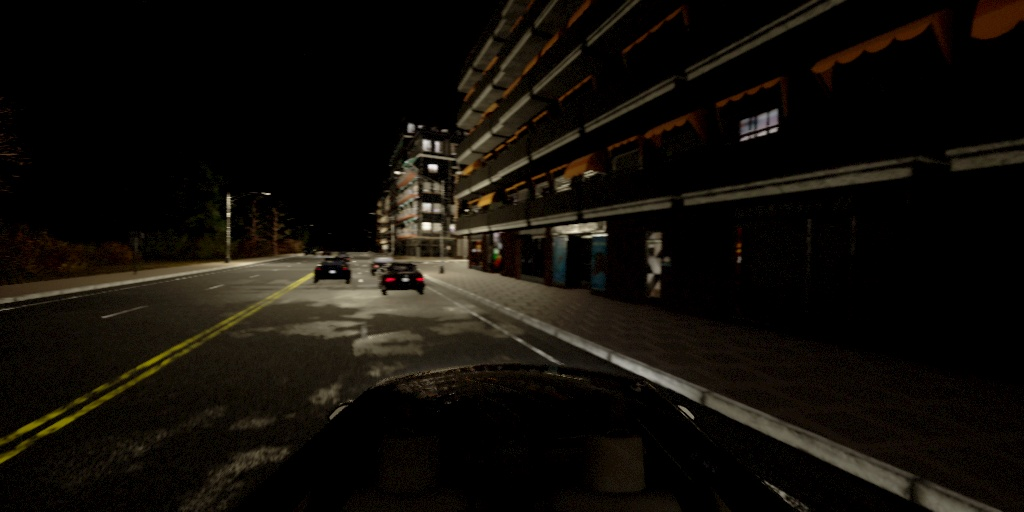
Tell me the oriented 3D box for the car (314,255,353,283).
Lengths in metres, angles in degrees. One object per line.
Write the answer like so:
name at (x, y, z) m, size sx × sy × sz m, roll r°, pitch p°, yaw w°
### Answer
car at (-10.885, 0.820, 21.988) m, size 1.994 × 1.385 × 4.181 m, roll 1°, pitch 1°, yaw -23°

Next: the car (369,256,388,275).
car at (-10.204, 0.732, 28.429) m, size 2.033 × 1.411 × 5.357 m, roll 1°, pitch 1°, yaw -23°

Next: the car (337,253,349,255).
car at (-20.374, 0.335, 43.296) m, size 2.033 × 1.411 × 5.357 m, roll 1°, pitch 1°, yaw -25°

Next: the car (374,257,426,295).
car at (-5.364, 0.979, 17.234) m, size 2.033 × 1.411 × 5.357 m, roll 1°, pitch 1°, yaw -22°
